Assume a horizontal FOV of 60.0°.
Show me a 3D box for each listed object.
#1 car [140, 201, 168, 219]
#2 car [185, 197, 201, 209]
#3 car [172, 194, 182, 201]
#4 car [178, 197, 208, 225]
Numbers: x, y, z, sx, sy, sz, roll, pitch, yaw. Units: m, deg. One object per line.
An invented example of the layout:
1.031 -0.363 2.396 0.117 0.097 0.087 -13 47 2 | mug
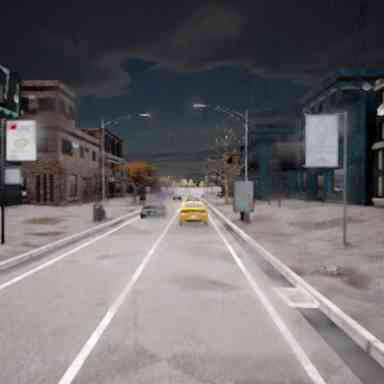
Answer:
-3.086 1.461 27.494 1.994 1.385 4.181 0 0 0 | car
0.113 1.346 41.941 1.994 1.385 4.181 0 0 0 | car
-2.978 1.127 67.899 2.033 1.411 5.357 0 0 0 | car
0.109 1.402 23.429 1.882 1.535 5.008 0 0 0 | car
